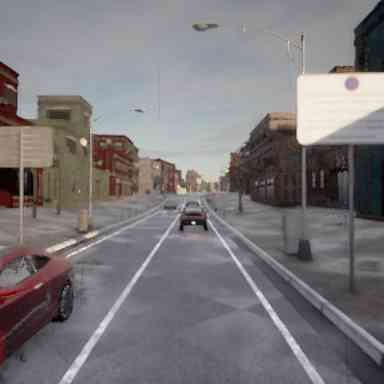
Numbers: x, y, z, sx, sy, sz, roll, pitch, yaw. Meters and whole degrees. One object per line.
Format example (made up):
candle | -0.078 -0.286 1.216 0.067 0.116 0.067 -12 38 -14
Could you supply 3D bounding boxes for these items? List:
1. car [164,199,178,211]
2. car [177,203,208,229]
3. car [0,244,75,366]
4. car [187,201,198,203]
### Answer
car | -3.077 1.875 48.706 1.837 1.490 4.892 0 0 0
car | 0.099 1.757 23.653 1.837 1.490 4.892 0 -1 0
car | -3.101 1.537 4.578 1.812 1.442 4.674 0 0 0
car | 0.096 1.856 41.827 2.033 1.649 4.856 0 0 0
